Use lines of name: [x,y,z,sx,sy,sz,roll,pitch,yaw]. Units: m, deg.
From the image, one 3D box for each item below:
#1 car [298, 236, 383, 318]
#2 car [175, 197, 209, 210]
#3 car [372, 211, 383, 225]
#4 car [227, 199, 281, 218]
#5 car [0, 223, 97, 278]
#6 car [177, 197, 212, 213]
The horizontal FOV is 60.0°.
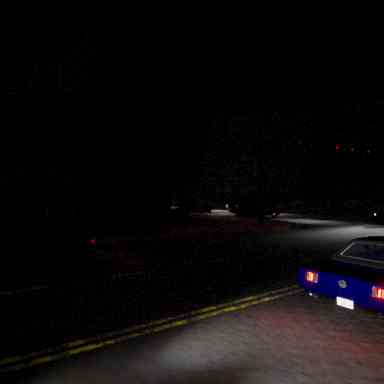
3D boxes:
car: [4.427,1.601,6.925,4.718,1.301,1.895,0,0,-35]
car: [-0.102,1.491,44.505,2.128,1.511,4.902,0,0,-36]
car: [14.462,1.601,23.120,4.718,1.301,1.895,0,0,-38]
car: [5.758,1.601,30.322,1.895,1.301,4.718,0,0,-36]
car: [-4.823,1.564,9.152,4.181,1.385,1.994,0,0,-35]
car: [0.274,1.478,37.959,1.882,1.535,5.008,0,0,-36]
